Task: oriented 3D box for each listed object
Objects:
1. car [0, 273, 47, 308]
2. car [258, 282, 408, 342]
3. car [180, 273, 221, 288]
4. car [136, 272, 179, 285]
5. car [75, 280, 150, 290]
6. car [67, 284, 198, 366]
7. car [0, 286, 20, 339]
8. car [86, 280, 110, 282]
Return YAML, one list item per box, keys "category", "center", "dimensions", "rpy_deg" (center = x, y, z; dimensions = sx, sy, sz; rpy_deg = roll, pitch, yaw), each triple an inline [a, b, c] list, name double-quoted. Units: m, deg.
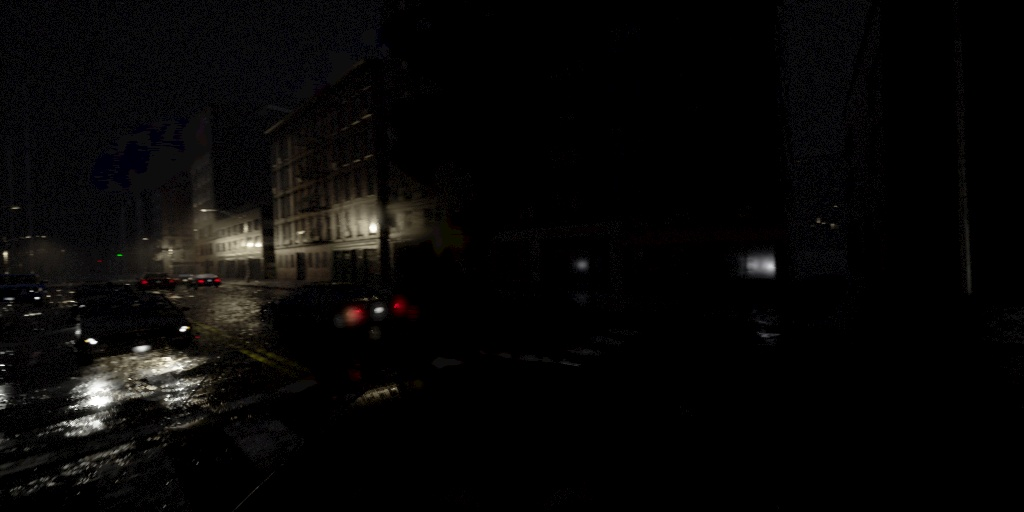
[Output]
- category: "car"
  center: [-29.655, 2.067, 21.389]
  dimensions: [5.566, 2.045, 2.150]
  rpy_deg: [-2, 0, 39]
- category: "car"
  center: [-5.370, 1.484, 10.464]
  dimensions: [5.357, 1.411, 2.033]
  rpy_deg: [-2, 0, 35]
- category: "car"
  center: [-28.936, 2.334, 33.578]
  dimensions: [5.357, 1.411, 2.033]
  rpy_deg: [-2, 0, 40]
- category: "car"
  center: [-30.817, 2.217, 30.940]
  dimensions: [4.553, 1.767, 2.097]
  rpy_deg: [-2, 0, 40]
- category: "car"
  center: [-17.061, 1.941, 15.224]
  dimensions: [4.181, 1.385, 1.994]
  rpy_deg: [-2, 0, 41]
- category: "car"
  center: [-9.951, 1.664, 9.342]
  dimensions: [5.357, 1.411, 2.033]
  rpy_deg: [-2, 0, 40]
- category: "car"
  center: [-17.628, 1.933, 11.465]
  dimensions: [4.674, 1.442, 1.812]
  rpy_deg: [-2, 0, 40]
- category: "car"
  center: [-27.287, 2.312, 23.656]
  dimensions: [4.181, 1.385, 1.994]
  rpy_deg: [-2, 0, 39]
